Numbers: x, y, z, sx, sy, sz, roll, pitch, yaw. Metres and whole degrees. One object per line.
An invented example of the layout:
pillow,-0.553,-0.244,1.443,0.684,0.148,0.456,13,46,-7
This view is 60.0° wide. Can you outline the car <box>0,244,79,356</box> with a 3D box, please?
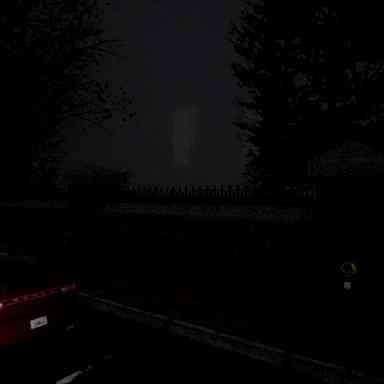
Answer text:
car,-3.786,1.544,5.588,4.507,1.381,1.887,0,0,36
